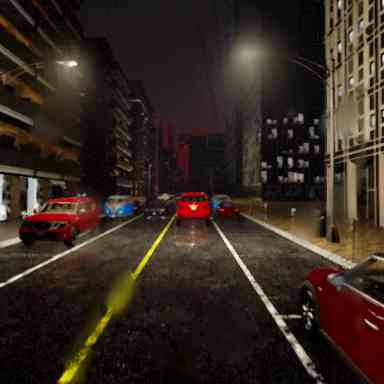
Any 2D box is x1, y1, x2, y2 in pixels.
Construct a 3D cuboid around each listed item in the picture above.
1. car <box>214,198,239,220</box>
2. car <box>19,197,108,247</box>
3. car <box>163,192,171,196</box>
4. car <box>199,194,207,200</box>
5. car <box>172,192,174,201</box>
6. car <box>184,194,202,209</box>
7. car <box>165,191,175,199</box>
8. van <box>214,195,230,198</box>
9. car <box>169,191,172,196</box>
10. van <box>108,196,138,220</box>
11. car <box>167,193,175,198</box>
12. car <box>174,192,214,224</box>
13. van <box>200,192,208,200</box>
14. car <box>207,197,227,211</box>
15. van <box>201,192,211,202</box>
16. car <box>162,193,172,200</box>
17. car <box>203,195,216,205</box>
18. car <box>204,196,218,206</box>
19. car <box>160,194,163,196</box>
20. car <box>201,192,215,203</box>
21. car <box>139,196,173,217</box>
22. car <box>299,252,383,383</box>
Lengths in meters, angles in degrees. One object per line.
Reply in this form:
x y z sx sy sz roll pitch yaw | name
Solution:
2.710 1.425 26.068 1.802 1.307 4.206 1 0 0 | car
-5.635 1.226 14.876 2.192 1.841 5.009 1 0 0 | car
-5.660 1.139 64.102 1.752 1.417 4.829 1 0 0 | car
2.722 1.094 80.825 1.802 1.307 4.206 1 0 0 | car
-2.984 1.038 70.472 1.837 1.490 4.892 0 0 0 | car
0.109 1.099 41.663 2.097 1.767 4.553 0 0 0 | car
-5.651 0.795 86.316 2.192 1.841 5.009 1 0 0 | car
2.716 1.150 31.615 1.690 1.788 3.998 1 0 0 | van
-5.659 1.106 69.614 1.752 1.417 4.829 1 0 0 | car
-5.632 1.185 25.969 1.690 1.788 3.998 1 0 0 | van
-5.654 0.991 91.828 1.887 1.381 4.507 1 0 0 | car
0.105 1.081 23.319 2.150 2.045 5.566 0 0 0 | car
2.725 0.887 75.316 1.690 1.788 3.998 1 0 0 | van
2.713 1.320 37.163 1.887 1.381 4.507 1 0 0 | car
2.723 0.953 64.300 1.690 1.788 3.998 1 0 0 | van
-5.658 1.072 75.125 1.752 1.417 4.829 1 0 0 | car
2.715 1.260 53.286 1.802 1.307 4.206 1 0 0 | car
2.715 1.291 48.258 1.802 1.307 4.206 1 0 0 | car
-5.632 1.292 48.157 1.802 1.307 4.206 1 0 0 | car
2.722 0.960 58.792 2.192 1.841 5.009 1 0 0 | car
-3.093 1.367 29.896 2.033 1.411 5.357 0 0 0 | car
2.707 1.416 3.876 1.967 1.590 4.097 1 0 0 | car
